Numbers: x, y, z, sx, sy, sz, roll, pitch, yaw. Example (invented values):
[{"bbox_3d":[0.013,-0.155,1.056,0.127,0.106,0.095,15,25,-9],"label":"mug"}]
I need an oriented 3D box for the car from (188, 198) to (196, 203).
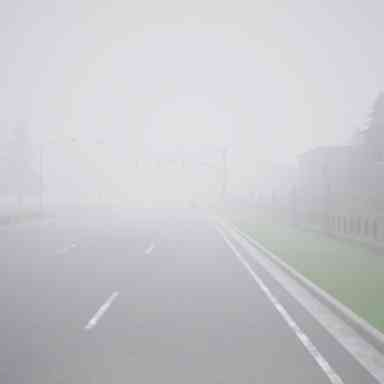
[{"bbox_3d":[0.012,2.365,92.365,2.033,1.411,5.357,0,-1,0],"label":"car"}]

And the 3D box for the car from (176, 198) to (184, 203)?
[{"bbox_3d":[-3.488,2.350,92.365,2.128,1.511,4.902,0,-1,0],"label":"car"}]

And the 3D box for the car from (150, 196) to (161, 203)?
[{"bbox_3d":[-10.488,2.398,92.749,1.994,1.385,4.181,0,-1,0],"label":"car"}]

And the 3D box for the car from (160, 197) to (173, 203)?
[{"bbox_3d":[-6.988,2.324,92.782,1.882,1.535,5.008,0,-1,0],"label":"car"}]

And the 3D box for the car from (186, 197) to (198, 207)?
[{"bbox_3d":[0.008,2.083,63.003,1.837,1.490,4.892,0,-1,0],"label":"car"}]
